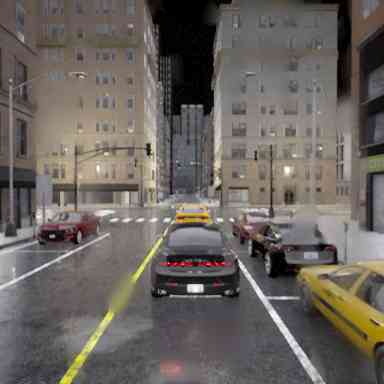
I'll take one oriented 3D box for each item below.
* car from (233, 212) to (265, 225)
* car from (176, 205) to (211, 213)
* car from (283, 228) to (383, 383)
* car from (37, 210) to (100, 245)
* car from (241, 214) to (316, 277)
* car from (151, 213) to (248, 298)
[{"bbox_3d":[2.889,1.595,15.703,1.802,1.307,4.206,-1,0,0],"label":"car"},{"bbox_3d":[0.065,1.494,19.295,1.882,1.535,5.008,0,0,1],"label":"car"},{"bbox_3d":[2.870,1.530,4.701,1.752,1.417,4.829,-1,0,0],"label":"car"},{"bbox_3d":[-5.656,1.558,15.714,1.887,1.381,4.507,-1,0,0],"label":"car"},{"bbox_3d":[2.880,1.575,10.117,1.947,1.339,4.313,-1,0,0],"label":"car"},{"bbox_3d":[0.077,1.513,8.513,1.837,1.490,4.892,0,0,0],"label":"car"}]
